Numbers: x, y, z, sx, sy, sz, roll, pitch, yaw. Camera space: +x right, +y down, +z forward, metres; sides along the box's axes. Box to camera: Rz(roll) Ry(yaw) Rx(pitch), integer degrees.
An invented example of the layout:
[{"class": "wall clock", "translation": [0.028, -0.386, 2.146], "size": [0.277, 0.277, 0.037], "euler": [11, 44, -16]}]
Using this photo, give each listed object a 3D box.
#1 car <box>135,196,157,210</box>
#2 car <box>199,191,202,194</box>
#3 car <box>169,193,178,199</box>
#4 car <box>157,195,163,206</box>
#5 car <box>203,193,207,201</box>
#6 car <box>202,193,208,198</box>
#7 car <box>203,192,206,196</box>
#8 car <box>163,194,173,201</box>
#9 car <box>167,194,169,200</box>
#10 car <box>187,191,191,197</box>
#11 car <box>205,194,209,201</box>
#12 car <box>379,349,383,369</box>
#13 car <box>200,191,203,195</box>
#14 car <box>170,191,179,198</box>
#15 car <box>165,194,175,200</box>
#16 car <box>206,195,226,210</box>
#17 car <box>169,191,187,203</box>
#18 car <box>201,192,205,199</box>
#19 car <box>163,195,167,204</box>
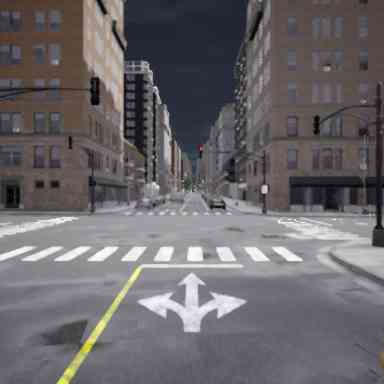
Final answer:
[{"class": "car", "translation": [-5.551, 1.361, 38.889], "size": [1.802, 1.307, 4.206], "euler": [1, 0, 1]}, {"class": "car", "translation": [3.590, 1.048, 88.559], "size": [1.947, 1.339, 4.313], "euler": [1, 0, 1]}, {"class": "car", "translation": [-4.935, 1.049, 88.648], "size": [1.947, 1.339, 4.313], "euler": [1, 0, 1]}, {"class": "car", "translation": [-5.483, 1.313, 44.417], "size": [1.947, 1.339, 4.313], "euler": [1, 0, 1]}, {"class": "car", "translation": [3.111, 1.265, 49.847], "size": [2.008, 1.369, 4.403], "euler": [1, 0, 1]}, {"class": "car", "translation": [3.658, 1.031, 94.089], "size": [1.802, 1.307, 4.206], "euler": [1, 0, 1]}, {"class": "car", "translation": [3.179, 1.227, 55.378], "size": [1.887, 1.381, 4.507], "euler": [1, 0, 1]}, {"class": "car", "translation": [-5.142, 1.110, 71.891], "size": [1.752, 1.417, 4.829], "euler": [1, 0, 1]}, {"class": "car", "translation": [-5.345, 1.227, 55.475], "size": [1.887, 1.381, 4.507], "euler": [1, 0, 1]}, {"class": "car", "translation": [-2.086, 0.653, 88.597], "size": [2.097, 1.767, 4.553], "euler": [0, 0, 1]}, {"class": "car", "translation": [3.043, 1.291, 44.317], "size": [1.887, 1.381, 4.507], "euler": [1, 0, 1]}, {"class": "car", "translation": [2.675, 1.517, 1.294], "size": [1.752, 1.417, 4.829], "euler": [1, 0, 0]}, {"class": "car", "translation": [3.453, 1.101, 77.499], "size": [2.008, 1.369, 4.403], "euler": [1, 0, 1]}, {"class": "car", "translation": [-4.864, 0.764, 94.175], "size": [2.192, 1.841, 5.009], "euler": [1, 0, 1]}, {"class": "car", "translation": [-5.072, 1.116, 77.590], "size": [1.947, 1.339, 4.313], "euler": [1, 0, 1]}, {"class": "car", "translation": [2.974, 1.345, 38.787], "size": [1.947, 1.339, 4.313], "euler": [1, 0, 1]}, {"class": "car", "translation": [-2.474, 1.002, 57.165], "size": [2.097, 1.767, 4.553], "euler": [0, 0, 1]}, {"class": "car", "translation": [3.316, 1.182, 66.438], "size": [1.947, 1.339, 4.313], "euler": [1, 0, 1]}, {"class": "car", "translation": [-5.414, 1.265, 49.946], "size": [2.008, 1.369, 4.403], "euler": [1, 0, 1]}]
